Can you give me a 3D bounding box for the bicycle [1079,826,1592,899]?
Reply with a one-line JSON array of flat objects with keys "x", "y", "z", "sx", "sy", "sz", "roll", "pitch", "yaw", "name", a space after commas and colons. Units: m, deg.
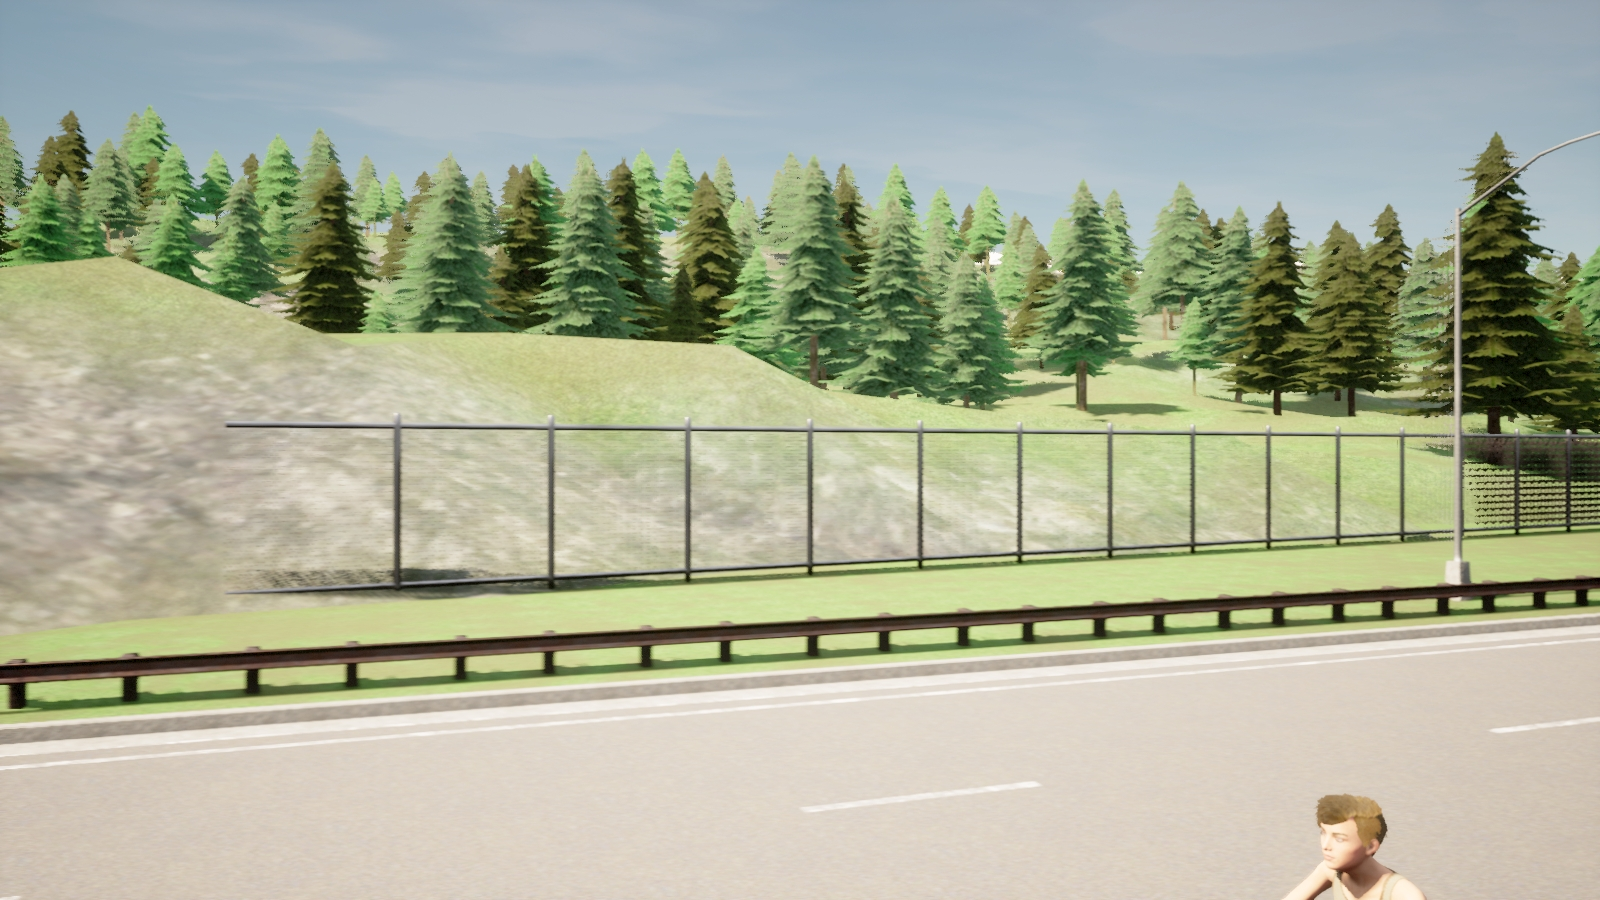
[{"x": 1.848, "y": 2.158, "z": 3.958, "sx": 1.487, "sy": 1.277, "sz": 0.859, "roll": 0, "pitch": 0, "yaw": -20, "name": "bicycle"}]
